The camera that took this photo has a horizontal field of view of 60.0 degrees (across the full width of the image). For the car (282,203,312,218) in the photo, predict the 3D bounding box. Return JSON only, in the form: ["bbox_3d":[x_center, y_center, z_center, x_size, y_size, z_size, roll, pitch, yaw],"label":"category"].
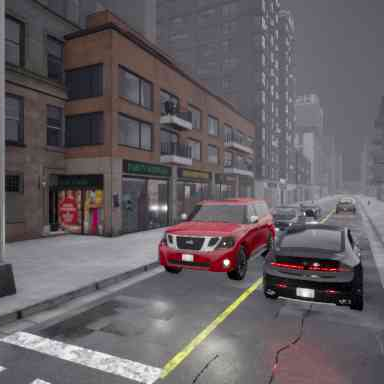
[{"bbox_3d":[5.593,1.562,19.739,2.033,1.411,5.357,0,0,26],"label":"car"}]

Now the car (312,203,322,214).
[{"bbox_3d":[10.118,1.613,29.005,1.895,1.301,4.718,0,0,26],"label":"car"}]

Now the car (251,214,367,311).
[{"bbox_3d":[3.034,1.507,7.974,1.837,1.490,4.892,0,0,26],"label":"car"}]

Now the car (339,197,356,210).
[{"bbox_3d":[20.699,1.468,44.248,1.882,1.535,5.008,0,0,26],"label":"car"}]

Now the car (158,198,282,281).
[{"bbox_3d":[1.102,1.236,10.521,2.150,2.045,5.566,0,0,26],"label":"car"}]

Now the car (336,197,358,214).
[{"bbox_3d":[16.173,1.488,34.852,2.128,1.511,4.902,0,0,27],"label":"car"}]
